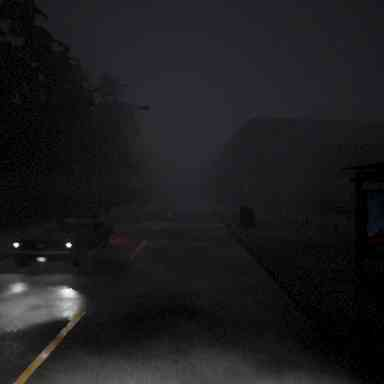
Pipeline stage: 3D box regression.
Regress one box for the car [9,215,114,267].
[{"bbox_3d":[-4.079,1.508,11.229,1.895,1.301,4.718,0,0,0],"label":"car"}]
